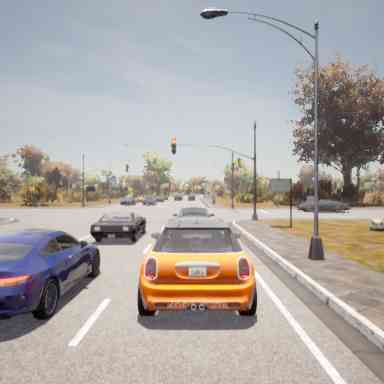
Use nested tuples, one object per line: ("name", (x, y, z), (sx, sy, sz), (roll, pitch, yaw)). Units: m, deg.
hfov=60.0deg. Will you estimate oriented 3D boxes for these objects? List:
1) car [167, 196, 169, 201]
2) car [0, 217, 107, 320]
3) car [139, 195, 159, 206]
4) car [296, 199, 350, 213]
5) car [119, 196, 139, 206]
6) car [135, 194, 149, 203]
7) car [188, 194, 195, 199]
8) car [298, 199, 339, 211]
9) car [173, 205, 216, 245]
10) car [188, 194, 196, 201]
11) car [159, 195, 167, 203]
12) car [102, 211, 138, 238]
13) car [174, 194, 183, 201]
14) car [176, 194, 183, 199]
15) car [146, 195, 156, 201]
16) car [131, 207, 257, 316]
("car", (-7.069, 1.578, 85.526), (1.895, 1.301, 4.718), (0, 0, 0))
("car", (-3.406, 1.525, 7.211), (1.812, 1.442, 4.674), (0, 0, 0))
("car", (-7.129, 1.498, 55.484), (1.837, 1.490, 4.892), (0, 0, 0))
("car", (14.202, 1.542, 36.158), (5.357, 1.411, 2.033), (0, 0, 3))
("car", (-10.628, 1.540, 55.374), (2.033, 1.411, 5.357), (0, 0, 0))
("car", (-10.562, 1.346, 70.604), (2.097, 1.767, 4.553), (0, 0, 0))
("car", (-0.039, 1.390, 95.037), (1.994, 1.385, 4.181), (0, 0, 1))
("car", (14.999, 1.559, 39.624), (4.181, 1.385, 1.994), (0, 0, 3))
("car", (0.085, 1.503, 16.636), (1.837, 1.490, 4.892), (0, 0, 0))
("car", (-0.070, 1.482, 84.649), (1.837, 1.490, 4.892), (0, 0, 0))
("car", (-7.062, 1.469, 70.865), (1.882, 1.535, 5.008), (0, 0, 0))
("car", (-3.415, 1.599, 16.369), (1.895, 1.301, 4.718), (0, 0, 0))
("car", (-3.570, 1.482, 84.647), (1.837, 1.490, 4.892), (0, 0, 0))
("car", (-3.539, 1.362, 95.056), (1.812, 1.442, 4.674), (0, 0, 1))
("car", (-10.569, 1.460, 85.566), (1.882, 1.535, 5.008), (0, 0, 0))
("car", (0.093, 1.351, 7.678), (2.097, 1.767, 4.553), (0, 0, 0))
